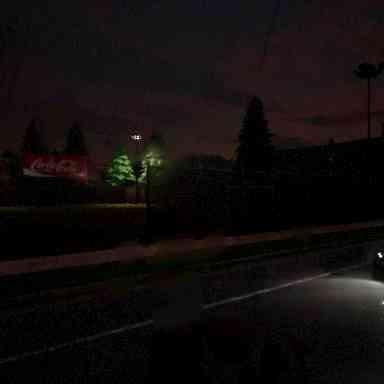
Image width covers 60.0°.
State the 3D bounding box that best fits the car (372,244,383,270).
[{"bbox_3d":[7.347,1.546,9.590,5.357,1.411,2.033,0,0,-36],"label":"car"}]
